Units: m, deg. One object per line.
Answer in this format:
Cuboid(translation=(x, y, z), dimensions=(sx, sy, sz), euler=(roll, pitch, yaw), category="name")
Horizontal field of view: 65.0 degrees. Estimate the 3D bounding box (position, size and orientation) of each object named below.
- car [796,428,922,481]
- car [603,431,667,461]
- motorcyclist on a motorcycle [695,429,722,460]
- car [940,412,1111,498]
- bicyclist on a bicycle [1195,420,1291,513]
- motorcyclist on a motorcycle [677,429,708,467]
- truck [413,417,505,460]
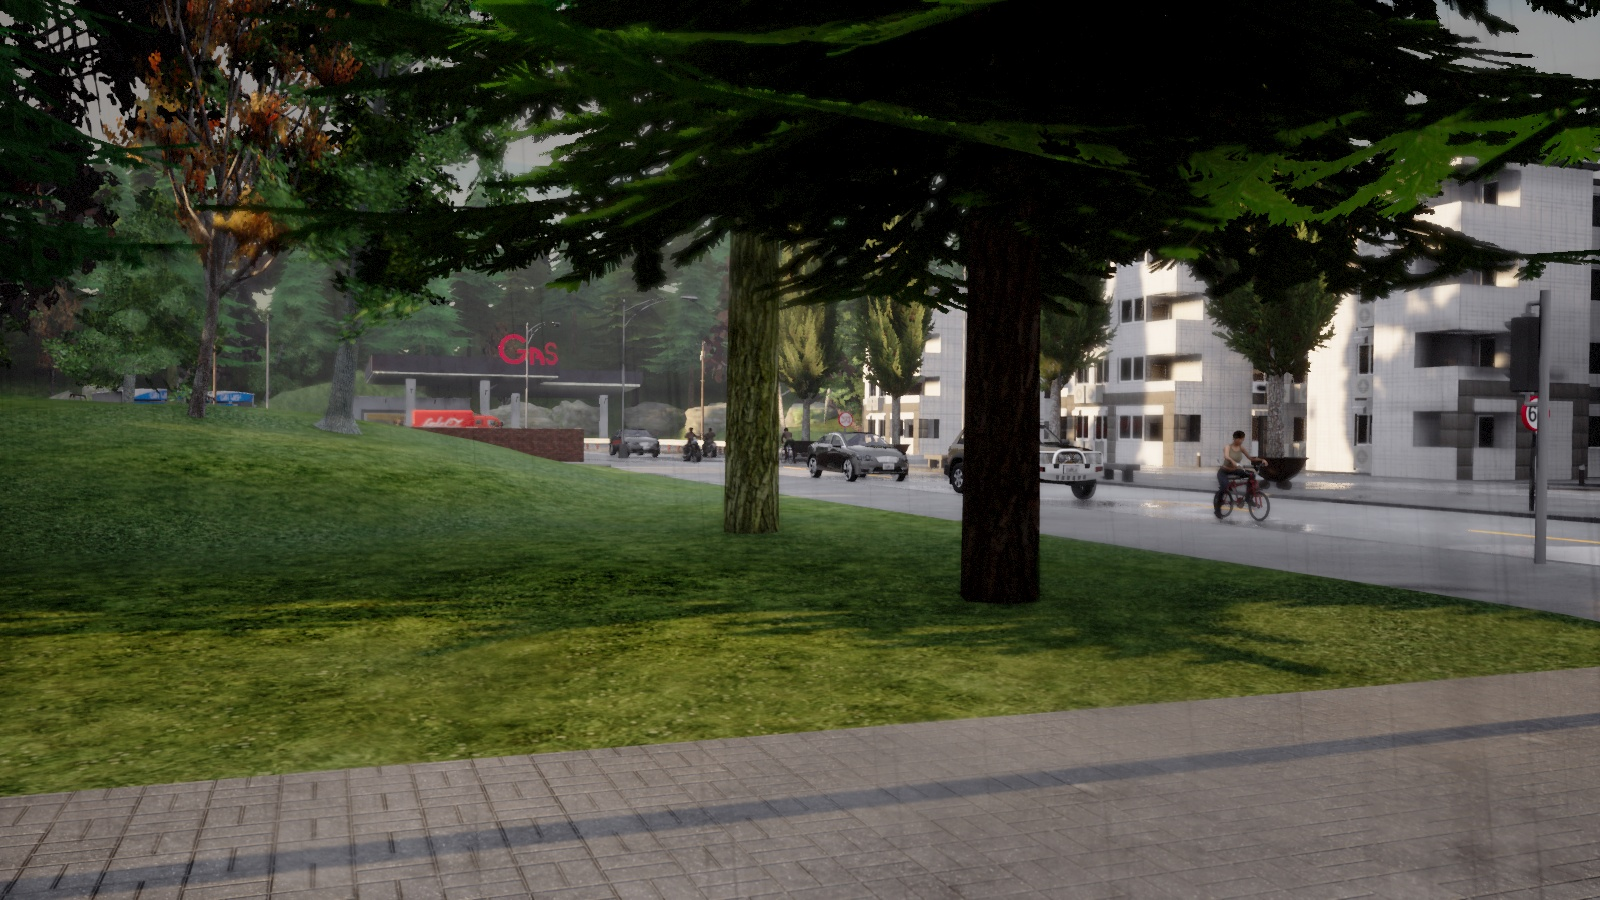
Cuboid(translation=(1.742, 0.098, 39.186), dimensions=(2.128, 1.511, 4.902), euler=(-1, 1, -21), category="car")
Cuboid(translation=(-8.885, -0.244, 67.292), dimensions=(2.128, 1.511, 4.902), euler=(-1, 1, -23), category="car")
Cuboid(translation=(-4.974, -0.307, 68.195), dimensions=(0.766, 1.649, 2.350), euler=(-1, 1, -21), category="motorcyclist on a motorcycle")
Cuboid(translation=(5.250, 0.071, 29.922), dimensions=(1.932, 1.855, 4.605), euler=(-1, 1, -21), category="car")
Cuboid(translation=(8.000, 0.278, 22.736), dimensions=(0.866, 1.612, 1.509), euler=(-1, 1, -20), category="bicyclist on a bicycle")
Cuboid(translation=(-4.842, -0.120, 56.572), dimensions=(0.766, 1.649, 2.350), euler=(-1, 1, -21), category="motorcyclist on a motorcycle")
Cuboid(translation=(-20.453, -0.692, 75.243), dimensions=(5.204, 2.467, 2.627), euler=(-1, 0, -17), category="truck")
